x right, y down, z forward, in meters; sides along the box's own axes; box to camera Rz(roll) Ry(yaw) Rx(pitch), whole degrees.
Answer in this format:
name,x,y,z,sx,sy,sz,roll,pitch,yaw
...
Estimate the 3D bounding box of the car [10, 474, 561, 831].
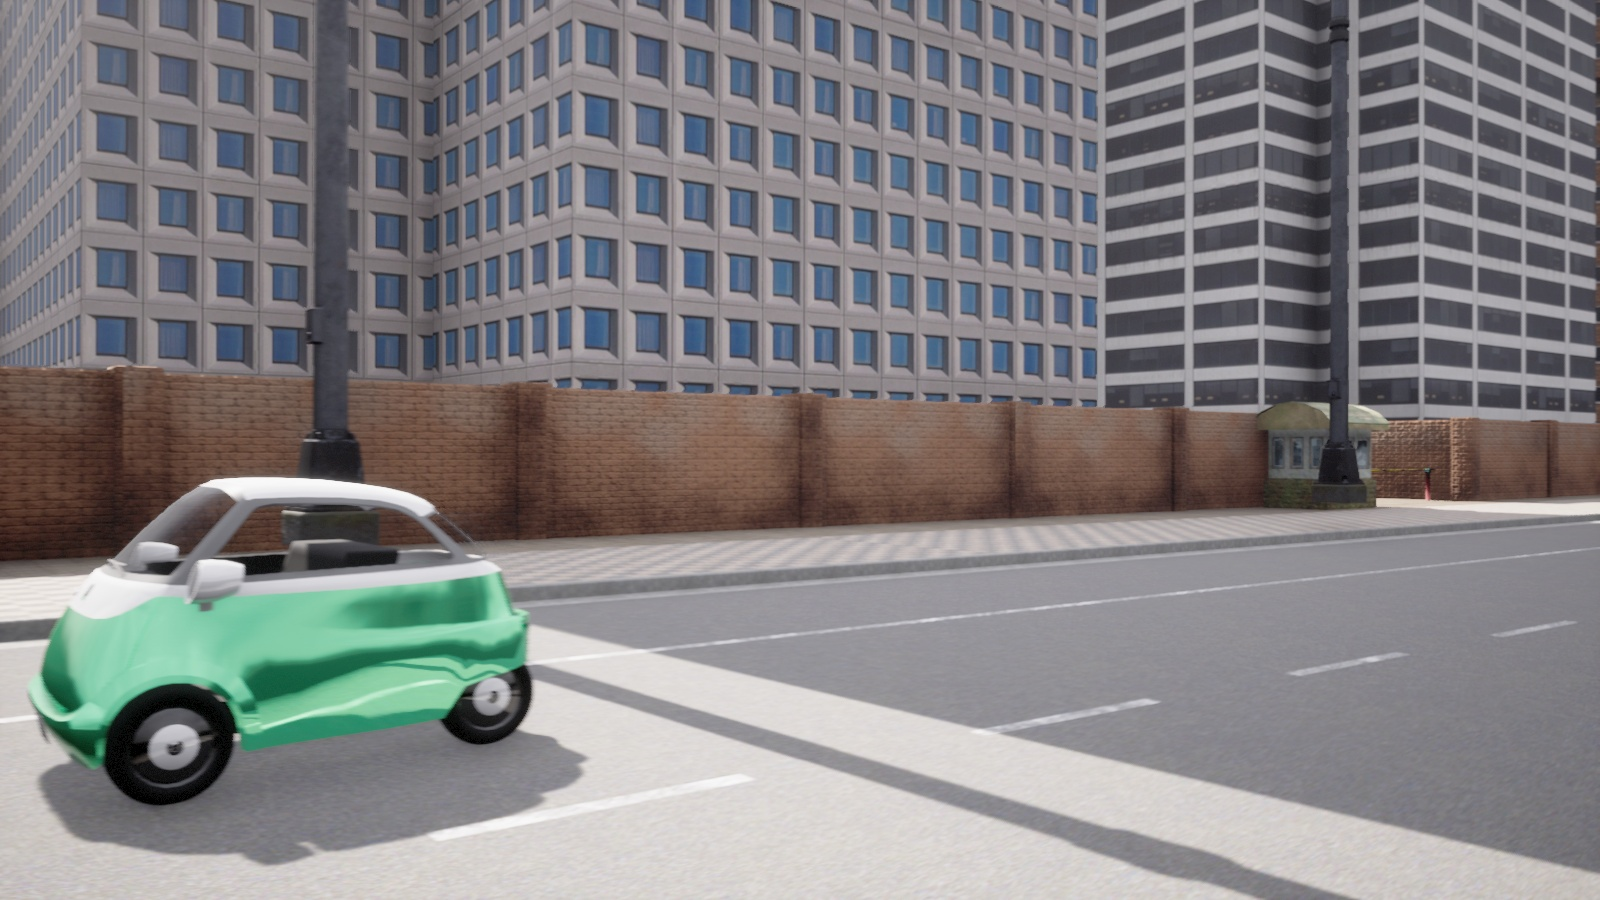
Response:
name,x,y,z,sx,sy,sz,roll,pitch,yaw
car,-2.531,0.825,6.224,2.207,1.376,1.481,0,0,-38
